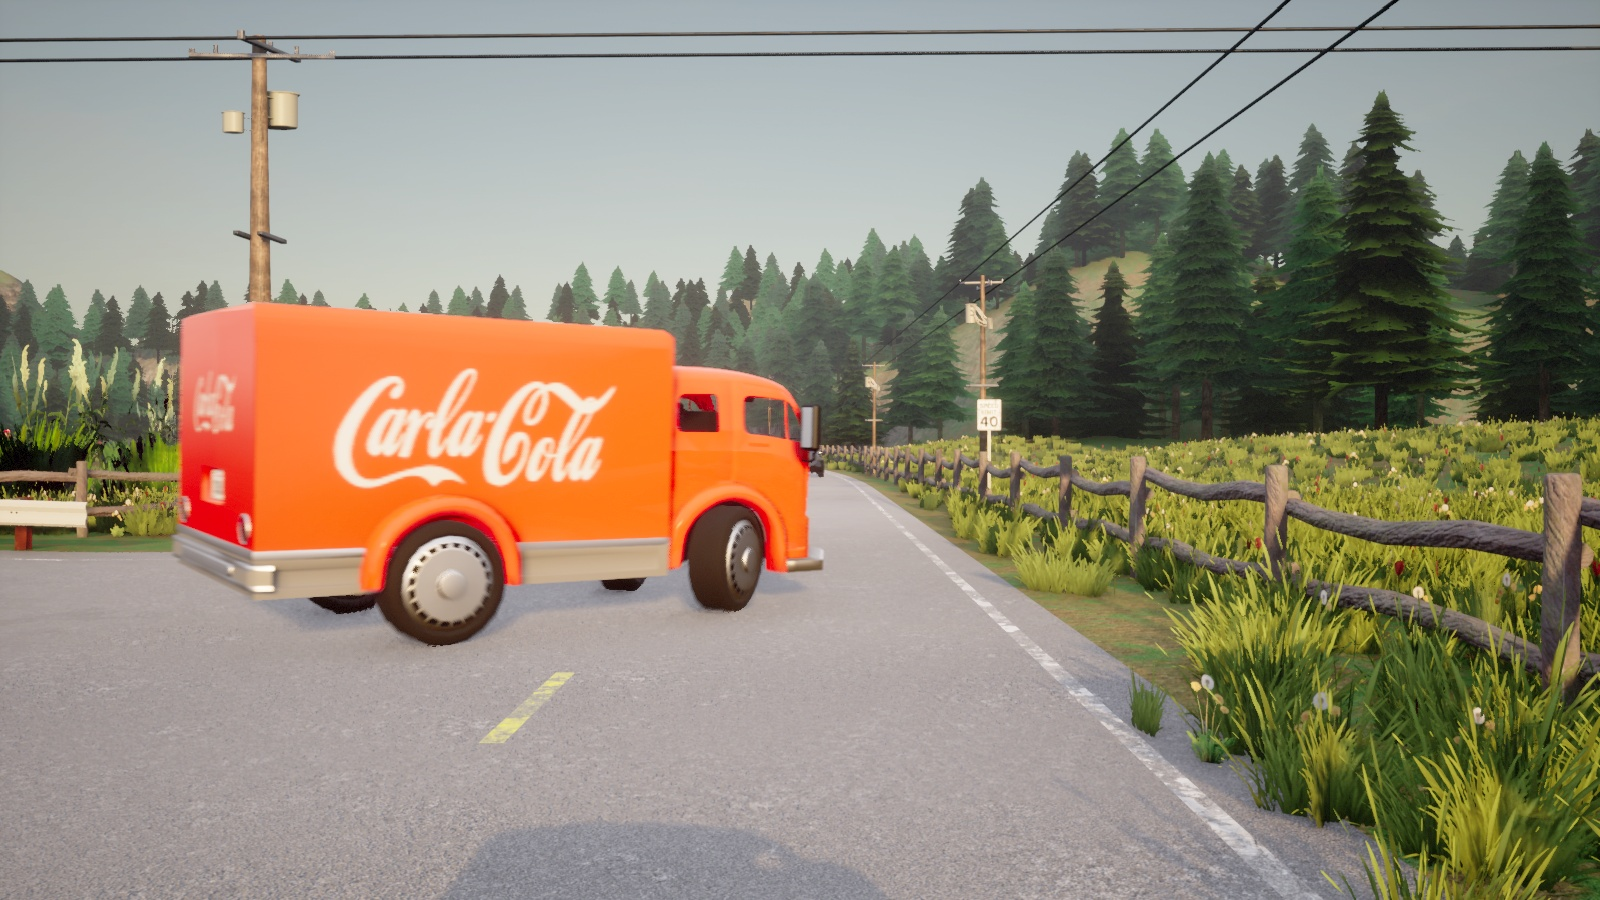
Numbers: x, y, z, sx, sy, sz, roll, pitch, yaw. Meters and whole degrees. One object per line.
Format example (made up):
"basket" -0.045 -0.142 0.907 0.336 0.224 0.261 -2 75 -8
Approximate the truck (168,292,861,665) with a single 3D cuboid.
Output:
"truck" -2.327 0.171 10.935 5.204 2.467 2.627 1 2 -39

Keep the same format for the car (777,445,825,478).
"car" 0.019 0.491 56.450 1.994 1.385 4.181 0 0 -2
